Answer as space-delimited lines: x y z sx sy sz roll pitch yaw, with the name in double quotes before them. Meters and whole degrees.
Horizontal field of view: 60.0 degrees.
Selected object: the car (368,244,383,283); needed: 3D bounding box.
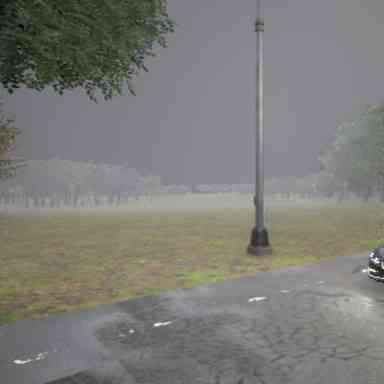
"car" 6.392 1.495 8.448 4.892 1.490 1.837 0 0 -35
